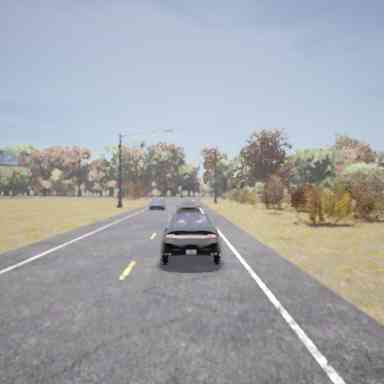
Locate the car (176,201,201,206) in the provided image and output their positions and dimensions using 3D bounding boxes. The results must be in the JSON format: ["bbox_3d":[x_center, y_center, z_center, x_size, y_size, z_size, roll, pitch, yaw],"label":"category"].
[{"bbox_3d":[-0.302,1.479,27.299,1.837,1.490,4.892,0,0,-1],"label":"car"}]

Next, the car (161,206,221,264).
[{"bbox_3d":[-0.051,1.482,11.827,2.128,1.511,4.902,0,0,-1],"label":"car"}]

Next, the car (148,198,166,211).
[{"bbox_3d":[-4.216,1.507,41.009,2.033,1.411,5.357,0,0,-1],"label":"car"}]
